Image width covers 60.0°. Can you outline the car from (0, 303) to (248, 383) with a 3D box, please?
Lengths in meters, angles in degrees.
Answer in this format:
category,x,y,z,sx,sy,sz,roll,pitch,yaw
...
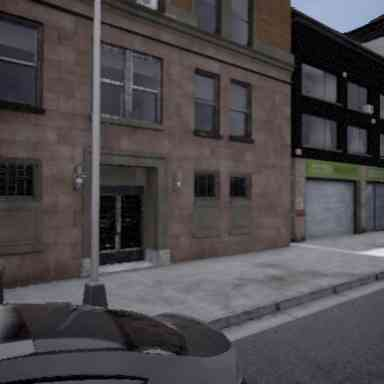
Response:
category,x,y,z,sx,sy,sz,roll,pitch,yaw
car,-1.659,1.538,1.840,4.674,1.442,1.812,1,-1,-35
